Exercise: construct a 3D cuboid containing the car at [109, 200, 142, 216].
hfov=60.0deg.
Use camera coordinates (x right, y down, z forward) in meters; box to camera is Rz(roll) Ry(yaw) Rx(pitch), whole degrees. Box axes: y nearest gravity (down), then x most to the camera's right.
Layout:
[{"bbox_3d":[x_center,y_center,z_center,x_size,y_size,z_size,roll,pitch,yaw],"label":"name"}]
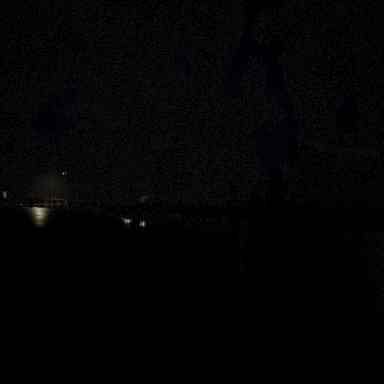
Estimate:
[{"bbox_3d":[-6.755,1.562,33.550,1.882,1.535,5.008,-1,0,-35],"label":"car"}]
